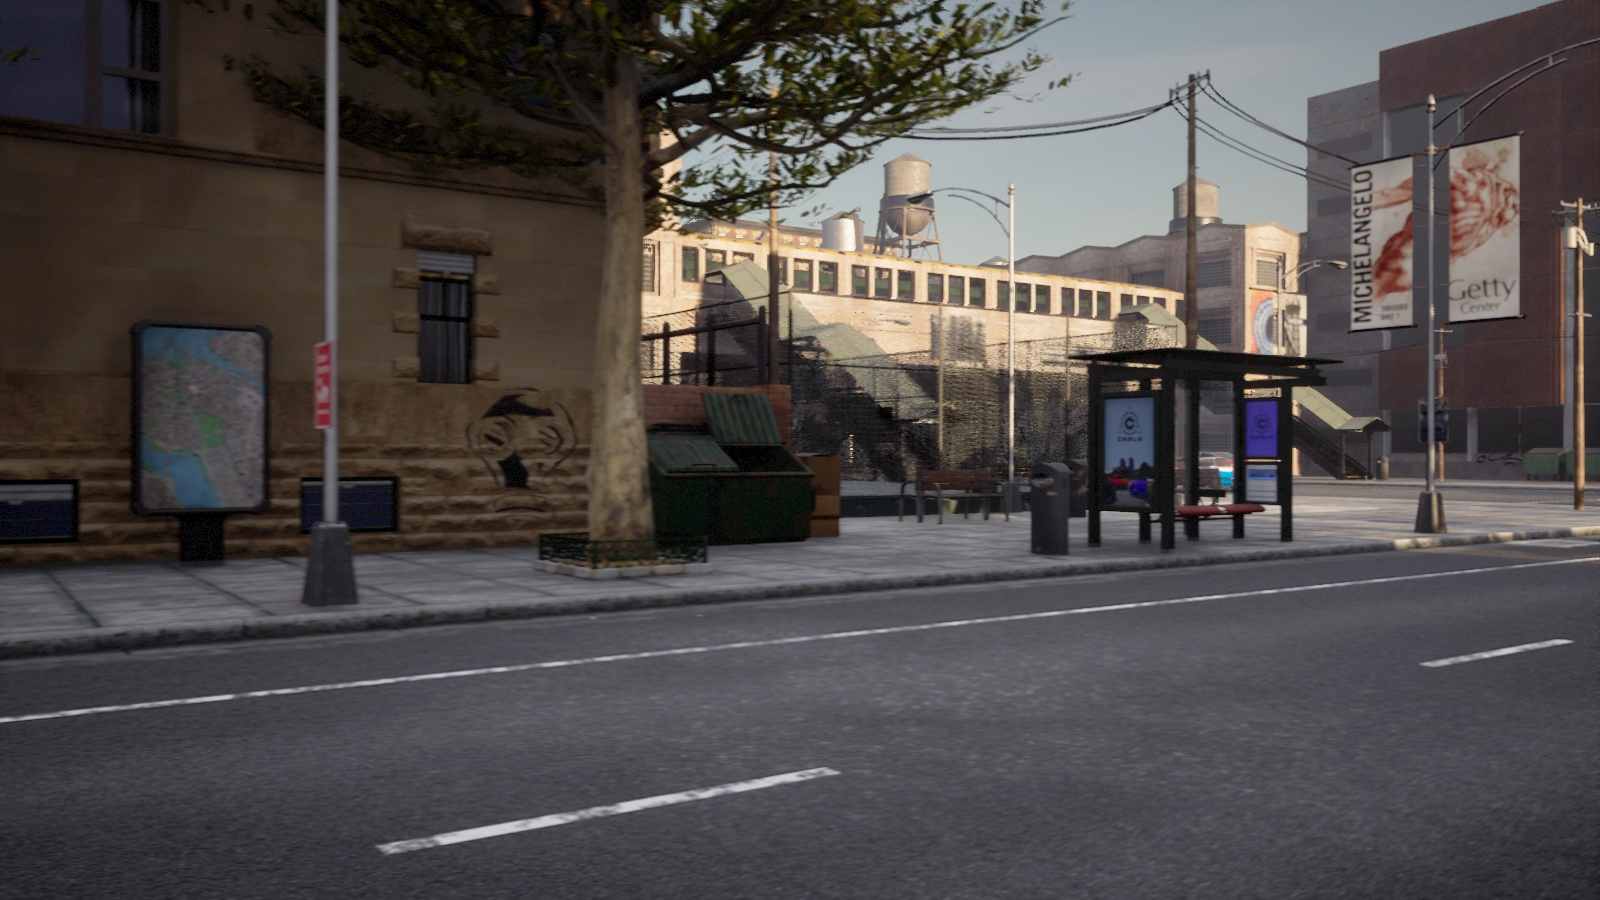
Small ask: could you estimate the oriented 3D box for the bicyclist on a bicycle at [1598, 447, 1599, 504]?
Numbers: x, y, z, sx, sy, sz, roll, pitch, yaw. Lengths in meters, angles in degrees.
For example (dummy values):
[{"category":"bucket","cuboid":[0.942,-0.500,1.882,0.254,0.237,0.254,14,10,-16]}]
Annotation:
[{"category":"bicyclist on a bicycle","cuboid":[23.441,0.735,35.339,0.582,1.620,1.656,-1,0,-18]}]
